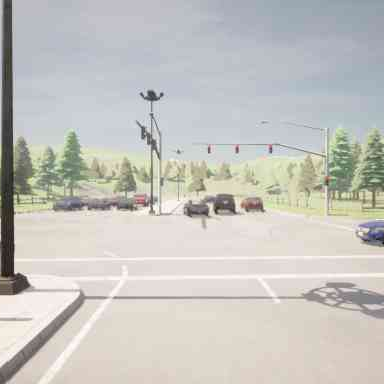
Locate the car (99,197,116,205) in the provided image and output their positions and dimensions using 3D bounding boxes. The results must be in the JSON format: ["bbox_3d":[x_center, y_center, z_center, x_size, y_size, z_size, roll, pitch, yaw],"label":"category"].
[{"bbox_3d":[-15.005,1.564,59.049,1.994,1.385,4.181,0,0,0],"label":"car"}]

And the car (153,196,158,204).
[{"bbox_3d":[-7.984,1.547,61.996,2.033,1.411,5.357,0,0,0],"label":"car"}]

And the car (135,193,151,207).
[{"bbox_3d":[-8.032,1.221,51.656,2.150,2.045,5.566,0,0,0],"label":"car"}]

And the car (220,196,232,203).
[{"bbox_3d":[7.126,1.542,70.420,2.033,1.411,5.357,0,0,0],"label":"car"}]

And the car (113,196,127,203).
[{"bbox_3d":[-14.912,1.500,69.160,1.837,1.490,4.892,0,0,0],"label":"car"}]

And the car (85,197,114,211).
[{"bbox_3d":[-11.549,1.564,41.605,1.994,1.385,4.181,0,0,0],"label":"car"}]

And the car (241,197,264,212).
[{"bbox_3d":[7.056,1.351,39.297,2.097,1.767,4.553,0,0,1],"label":"car"}]

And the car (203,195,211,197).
[{"bbox_3d":[3.681,1.502,64.747,1.837,1.490,4.892,0,-1,0],"label":"car"}]

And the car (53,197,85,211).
[{"bbox_3d":[-15.051,1.352,40.352,2.097,1.767,4.553,0,0,0],"label":"car"}]

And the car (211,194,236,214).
[{"bbox_3d":[3.482,1.223,36.238,2.150,2.045,5.566,0,0,2],"label":"car"}]

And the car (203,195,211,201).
[{"bbox_3d":[3.854,1.478,84.119,1.882,1.535,5.008,0,0,2],"label":"car"}]

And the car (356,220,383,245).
[{"bbox_3d":[9.521,1.526,14.225,4.674,1.442,1.812,0,0,-1],"label":"car"}]

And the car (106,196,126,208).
[{"bbox_3d":[-11.533,1.478,50.583,1.882,1.535,5.008,0,0,0],"label":"car"}]

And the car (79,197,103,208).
[{"bbox_3d":[-15.036,1.547,49.811,2.033,1.411,5.357,0,0,0],"label":"car"}]

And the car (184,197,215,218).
[{"bbox_3d":[0.342,1.491,30.712,2.128,1.511,4.902,0,0,-8],"label":"car"}]

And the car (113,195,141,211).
[{"bbox_3d":[-8.045,1.478,41.722,1.882,1.535,5.008,0,0,0],"label":"car"}]

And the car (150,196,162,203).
[{"bbox_3d":[-7.884,1.526,72.664,2.033,1.411,5.357,0,0,0],"label":"car"}]
